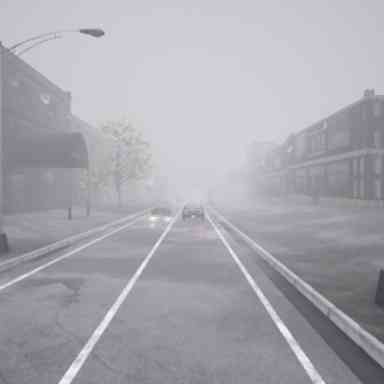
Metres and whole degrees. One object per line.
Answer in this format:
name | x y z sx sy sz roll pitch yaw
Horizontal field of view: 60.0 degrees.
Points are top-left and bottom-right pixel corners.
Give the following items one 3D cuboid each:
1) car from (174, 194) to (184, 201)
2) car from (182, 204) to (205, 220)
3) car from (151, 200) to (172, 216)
car | -2.996 1.345 76.753 1.837 1.490 4.892 0 0 0
car | 0.102 1.688 29.033 1.895 1.301 4.718 0 0 0
car | -3.089 1.590 34.715 1.882 1.535 5.008 0 0 0
